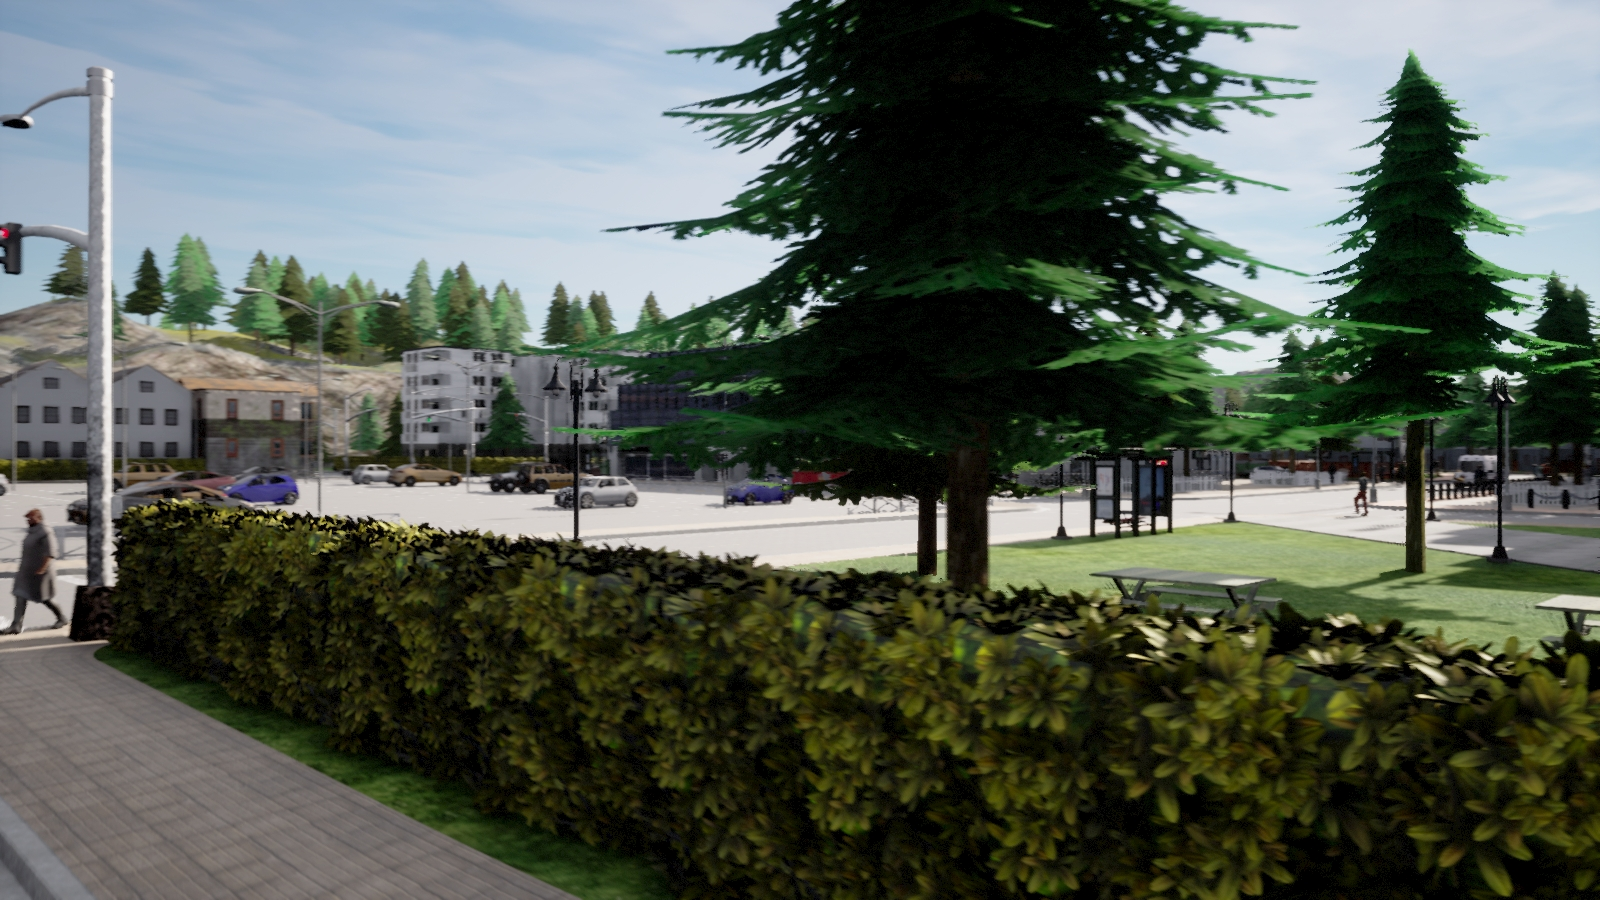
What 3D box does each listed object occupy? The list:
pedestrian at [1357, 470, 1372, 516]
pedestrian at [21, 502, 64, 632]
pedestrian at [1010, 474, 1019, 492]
[{"bbox_3d":[22.809,1.736,46.166,0.375,1.860,0.375,0,0,-33],"label":"pedestrian"},{"bbox_3d":[-11.112,1.700,16.757,0.375,1.860,0.375,0,0,22],"label":"pedestrian"},{"bbox_3d":[13.791,2.129,73.441,0.500,1.100,0.500,0,0,27],"label":"pedestrian"}]
